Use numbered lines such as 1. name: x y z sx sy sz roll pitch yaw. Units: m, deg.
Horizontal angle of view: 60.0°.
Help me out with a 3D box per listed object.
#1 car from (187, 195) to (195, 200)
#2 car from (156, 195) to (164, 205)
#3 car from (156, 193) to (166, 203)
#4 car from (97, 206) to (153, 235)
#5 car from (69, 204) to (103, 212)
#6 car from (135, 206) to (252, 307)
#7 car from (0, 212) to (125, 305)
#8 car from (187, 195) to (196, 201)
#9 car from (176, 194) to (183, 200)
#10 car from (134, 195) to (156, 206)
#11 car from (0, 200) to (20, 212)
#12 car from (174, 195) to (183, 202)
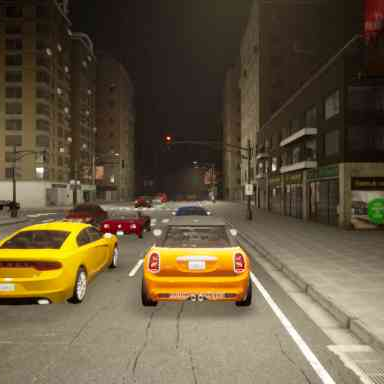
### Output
1. car: -0.182 1.483 90.800 2.033 1.411 5.357 0 0 0
2. car: -6.696 1.627 59.461 1.895 1.301 4.718 0 0 0
3. car: -6.641 1.261 70.506 2.150 2.045 5.566 0 0 0
4. car: -3.284 1.603 17.430 1.895 1.301 4.718 0 0 0
5. car: -6.644 1.529 21.088 1.812 1.442 4.674 0 0 0
6. car: 0.084 1.353 8.164 2.097 1.767 4.553 0 0 0
7. car: -3.165 1.478 8.173 1.882 1.535 5.008 0 0 0
8. car: -0.161 1.399 80.765 2.097 1.767 4.553 0 0 0
9. car: -3.432 1.421 90.794 1.882 1.535 5.008 0 0 0
10. car: -6.691 1.368 46.265 2.097 1.767 4.553 0 0 0
11. car: -22.226 1.596 38.513 4.313 1.339 1.947 0 0 0
12. car: -3.410 1.543 80.372 1.837 1.490 4.892 0 0 0
